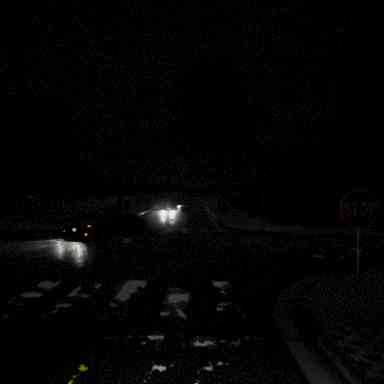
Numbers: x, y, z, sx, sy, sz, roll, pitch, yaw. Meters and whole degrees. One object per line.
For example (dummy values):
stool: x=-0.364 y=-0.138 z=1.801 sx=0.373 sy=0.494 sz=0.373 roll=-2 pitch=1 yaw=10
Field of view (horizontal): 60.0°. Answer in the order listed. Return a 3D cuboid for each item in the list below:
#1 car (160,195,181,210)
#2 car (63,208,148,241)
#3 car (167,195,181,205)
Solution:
car: x=-2.749 y=1.302 z=40.159 sx=2.128 sy=1.511 sz=4.902 roll=0 pitch=0 yaw=0
car: x=-4.059 y=1.488 z=16.198 sx=1.994 sy=1.385 sz=4.181 roll=2 pitch=0 yaw=32
car: x=-2.754 y=1.242 z=51.509 sx=1.812 sy=1.442 sz=4.674 roll=0 pitch=0 yaw=0
